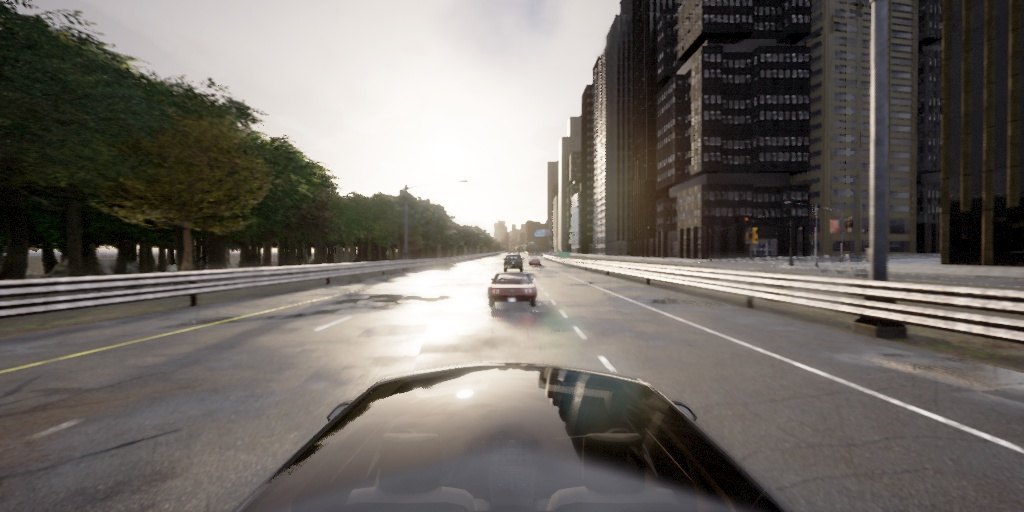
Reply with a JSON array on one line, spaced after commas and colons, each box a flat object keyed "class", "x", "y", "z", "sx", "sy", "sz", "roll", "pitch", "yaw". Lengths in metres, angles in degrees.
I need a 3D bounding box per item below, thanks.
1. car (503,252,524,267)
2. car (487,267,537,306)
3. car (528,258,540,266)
[{"class": "car", "x": 0.163, "y": 0.822, "z": 41.524, "sx": 2.150, "sy": 2.045, "sz": 5.566, "roll": 0, "pitch": 0, "yaw": 0}, {"class": "car", "x": 0.016, "y": 1.327, "z": 15.478, "sx": 1.895, "sy": 1.301, "sz": 4.718, "roll": 0, "pitch": 0, "yaw": 0}, {"class": "car", "x": 4.008, "y": 1.032, "z": 64.158, "sx": 1.994, "sy": 1.385, "sz": 4.181, "roll": 0, "pitch": 1, "yaw": 1}]
